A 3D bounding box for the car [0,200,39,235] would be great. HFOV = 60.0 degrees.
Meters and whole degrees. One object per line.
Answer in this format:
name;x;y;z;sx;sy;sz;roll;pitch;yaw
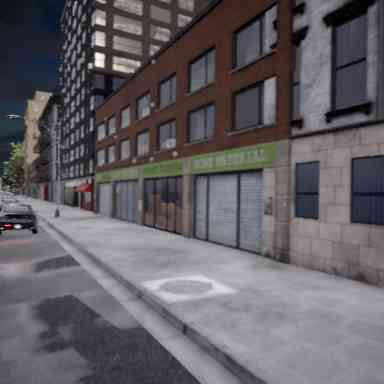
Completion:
car;-9.571;1.403;18.227;1.837;1.490;4.892;1;0;-29
